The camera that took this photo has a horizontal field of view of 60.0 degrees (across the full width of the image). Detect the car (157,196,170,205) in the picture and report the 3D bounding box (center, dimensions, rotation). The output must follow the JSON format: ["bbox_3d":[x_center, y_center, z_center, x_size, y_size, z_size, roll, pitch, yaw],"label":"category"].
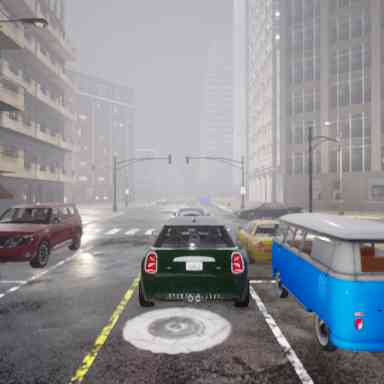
[{"bbox_3d":[-5.413,1.608,60.247,1.752,1.417,4.829,0,0,0],"label":"car"}]

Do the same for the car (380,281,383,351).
[{"bbox_3d":[2.569,1.525,0.536,1.752,1.417,4.829,0,0,0],"label":"car"}]

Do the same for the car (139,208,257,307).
[{"bbox_3d":[0.050,1.355,8.120,2.097,1.767,4.553,0,0,0],"label":"car"}]

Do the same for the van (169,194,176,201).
[{"bbox_3d":[-5.469,1.534,93.731,1.690,1.788,3.998,0,0,0],"label":"van"}]

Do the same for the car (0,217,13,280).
[{"bbox_3d":[-5.319,1.442,5.880,1.967,1.590,4.097,0,0,0],"label":"car"}]

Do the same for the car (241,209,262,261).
[{"bbox_3d":[2.550,1.530,11.606,1.752,1.417,4.829,0,0,0],"label":"car"}]

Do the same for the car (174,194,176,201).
[{"bbox_3d":[-5.442,1.699,77.075,1.947,1.339,4.313,0,0,0],"label":"car"}]

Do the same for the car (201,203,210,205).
[{"bbox_3d":[-0.029,1.535,17.163,1.812,1.442,4.674,0,0,0],"label":"car"}]

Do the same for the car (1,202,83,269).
[{"bbox_3d":[-5.328,1.320,11.416,2.192,1.841,5.009,0,0,0],"label":"car"}]

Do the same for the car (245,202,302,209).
[{"bbox_3d":[5.926,1.488,25.842,5.357,1.411,2.033,-1,0,-7],"label":"car"}]

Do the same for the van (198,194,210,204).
[{"bbox_3d":[2.468,1.424,60.431,1.690,1.788,3.998,0,0,0],"label":"van"}]

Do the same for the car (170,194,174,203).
[{"bbox_3d":[-5.432,1.555,71.523,1.967,1.590,4.097,0,0,0],"label":"car"}]

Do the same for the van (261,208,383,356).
[{"bbox_3d":[2.562,1.343,5.900,1.690,1.788,3.998,0,0,0],"label":"van"}]

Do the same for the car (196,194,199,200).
[{"bbox_3d":[2.429,1.697,82.640,1.887,1.381,4.507,0,0,0],"label":"car"}]
